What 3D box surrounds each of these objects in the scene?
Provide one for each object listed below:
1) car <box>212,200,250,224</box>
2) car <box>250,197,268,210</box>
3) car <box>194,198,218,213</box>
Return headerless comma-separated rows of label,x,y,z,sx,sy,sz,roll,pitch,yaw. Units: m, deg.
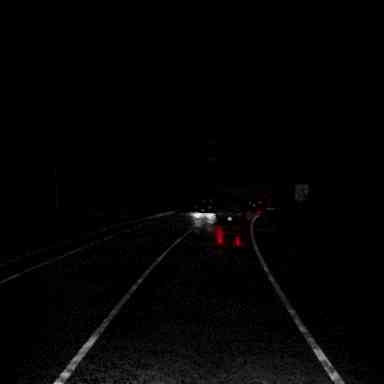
car,2.914,1.452,23.732,1.895,1.301,4.718,1,0,12
car,8.091,1.388,40.966,1.812,1.442,4.674,2,1,21
car,1.762,1.287,33.240,2.033,1.411,5.357,2,1,17
